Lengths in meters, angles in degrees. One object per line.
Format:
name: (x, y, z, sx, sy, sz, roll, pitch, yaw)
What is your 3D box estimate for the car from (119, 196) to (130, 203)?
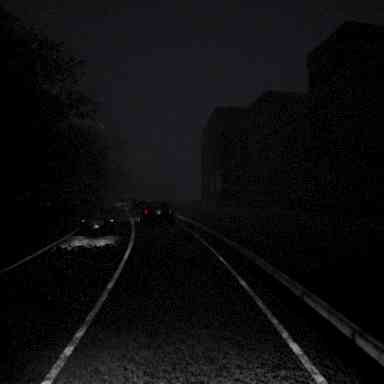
car: (-11.985, 1.348, 60.917, 1.895, 1.301, 4.718, 0, 0, 2)

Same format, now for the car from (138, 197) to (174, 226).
car: (-2.564, 1.356, 23.738, 2.097, 1.767, 4.553, 1, 0, -10)

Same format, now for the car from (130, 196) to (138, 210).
car: (-6.431, 1.379, 41.507, 1.882, 1.535, 5.008, 1, 0, -12)

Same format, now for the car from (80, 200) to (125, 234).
car: (-5.196, 1.464, 19.148, 2.128, 1.511, 4.902, 1, 0, -10)
